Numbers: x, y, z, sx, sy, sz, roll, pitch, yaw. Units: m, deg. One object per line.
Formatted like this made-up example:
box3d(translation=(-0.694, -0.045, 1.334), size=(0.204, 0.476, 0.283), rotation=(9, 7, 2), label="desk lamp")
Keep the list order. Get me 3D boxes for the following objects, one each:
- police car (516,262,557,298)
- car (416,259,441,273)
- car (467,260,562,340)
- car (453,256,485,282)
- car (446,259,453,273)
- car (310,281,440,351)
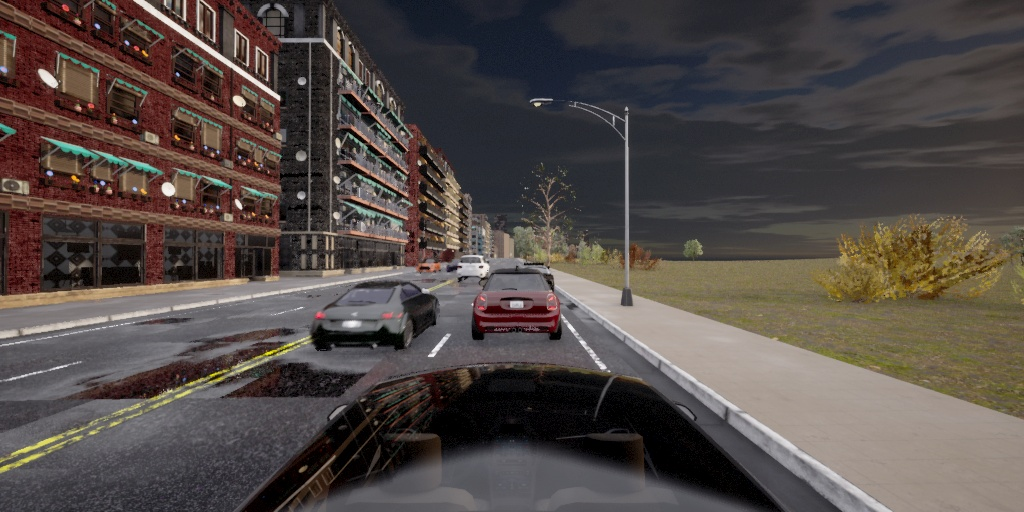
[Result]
box3d(translation=(1.178, 1.177, 19.630), size=(1.930, 1.638, 5.238), rotation=(0, 0, 0), label="police car")
box3d(translation=(-9.756, 1.103, 42.307), size=(2.097, 1.767, 4.553), rotation=(0, 0, 0), label="car")
box3d(translation=(0.114, 1.103, 10.134), size=(2.097, 1.767, 4.553), rotation=(0, 0, 0), label="car")
box3d(translation=(-3.087, 0.975, 29.413), size=(2.150, 2.045, 5.566), rotation=(0, 0, 0), label="car")
box3d(translation=(-6.505, 1.103, 42.723), size=(2.097, 1.767, 4.553), rotation=(0, 0, 0), label="car")
box3d(translation=(-3.135, 1.314, 9.040), size=(1.994, 1.385, 4.181), rotation=(0, 0, 0), label="car")
